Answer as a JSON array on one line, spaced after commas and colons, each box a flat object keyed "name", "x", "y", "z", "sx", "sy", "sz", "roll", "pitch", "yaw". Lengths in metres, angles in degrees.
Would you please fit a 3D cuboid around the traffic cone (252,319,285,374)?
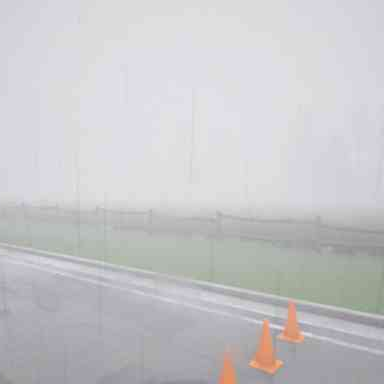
[{"name": "traffic cone", "x": 0.956, "y": 1.952, "z": 4.334, "sx": 0.340, "sy": 0.580, "sz": 0.340, "roll": 0, "pitch": 0, "yaw": 36}]

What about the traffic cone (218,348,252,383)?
[{"name": "traffic cone", "x": 0.374, "y": 1.952, "z": 3.521, "sx": 0.340, "sy": 0.580, "sz": 0.340, "roll": 0, "pitch": 0, "yaw": 36}]

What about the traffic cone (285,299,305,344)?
[{"name": "traffic cone", "x": 1.538, "y": 1.953, "z": 5.148, "sx": 0.340, "sy": 0.580, "sz": 0.340, "roll": 0, "pitch": 0, "yaw": 36}]
